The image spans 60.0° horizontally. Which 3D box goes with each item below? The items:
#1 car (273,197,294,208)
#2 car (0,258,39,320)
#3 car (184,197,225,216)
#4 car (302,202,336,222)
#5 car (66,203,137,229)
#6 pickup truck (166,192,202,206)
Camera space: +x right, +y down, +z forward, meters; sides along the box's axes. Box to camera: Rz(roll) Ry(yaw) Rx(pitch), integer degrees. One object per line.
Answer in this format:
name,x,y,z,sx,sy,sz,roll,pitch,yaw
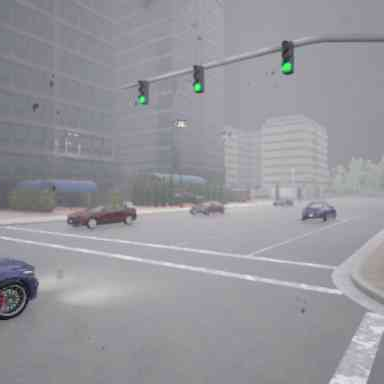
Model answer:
car,13.713,1.522,49.842,1.837,1.490,4.892,0,-1,36
car,-4.787,1.533,5.076,1.812,1.442,4.674,0,0,35
car,1.591,1.538,32.708,1.812,1.442,4.674,0,0,34
car,10.105,1.533,26.416,1.812,1.442,4.674,0,0,35
car,-5.880,1.489,22.101,1.882,1.535,5.008,0,0,35
pickup truck,-1.132,1.080,51.503,6.274,2.098,2.390,0,0,-24
